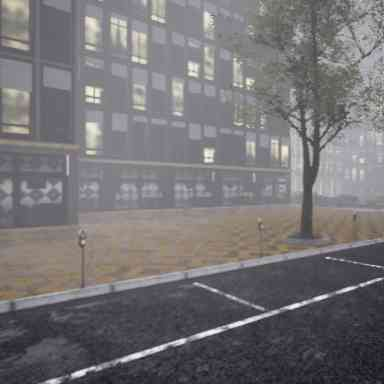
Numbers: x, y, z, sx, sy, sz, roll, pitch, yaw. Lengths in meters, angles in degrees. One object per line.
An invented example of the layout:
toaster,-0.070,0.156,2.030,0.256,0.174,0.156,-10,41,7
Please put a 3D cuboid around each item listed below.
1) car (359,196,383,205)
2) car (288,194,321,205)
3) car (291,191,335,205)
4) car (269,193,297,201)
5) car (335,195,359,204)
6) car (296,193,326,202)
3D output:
car,25.889,1.092,45.090,1.752,1.417,4.829,1,0,-36
car,16.322,0.997,48.370,1.994,1.385,4.181,0,1,-36
car,15.848,0.812,44.486,2.192,1.841,5.009,1,0,-36
car,15.976,0.821,58.513,1.947,1.339,4.313,1,0,-36
car,22.605,1.031,49.437,1.947,1.339,4.313,1,0,-36
car,19.291,0.942,53.975,1.802,1.307,4.206,1,0,-36
